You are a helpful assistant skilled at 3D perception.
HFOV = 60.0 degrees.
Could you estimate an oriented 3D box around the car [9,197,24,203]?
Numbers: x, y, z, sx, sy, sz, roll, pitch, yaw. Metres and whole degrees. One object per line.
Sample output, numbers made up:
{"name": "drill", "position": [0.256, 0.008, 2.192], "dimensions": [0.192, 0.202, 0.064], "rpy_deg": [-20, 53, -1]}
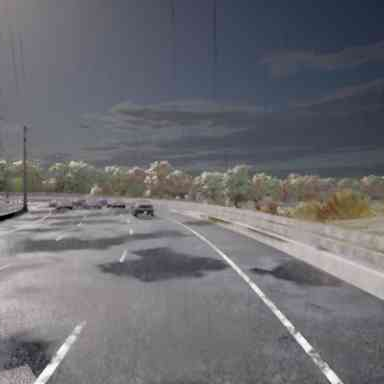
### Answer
{"name": "car", "position": [-41.184, 1.910, 77.748], "dimensions": [5.357, 1.411, 2.033], "rpy_deg": [0, 0, 41]}

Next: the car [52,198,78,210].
{"name": "car", "position": [-17.348, 1.714, 45.219], "dimensions": [2.033, 1.411, 5.357], "rpy_deg": [0, 0, -27]}

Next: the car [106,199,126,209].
{"name": "car", "position": [-11.055, 1.686, 48.292], "dimensions": [1.994, 1.385, 4.181], "rpy_deg": [0, 0, -27]}

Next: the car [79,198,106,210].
{"name": "car", "position": [-13.902, 1.689, 46.150], "dimensions": [2.033, 1.411, 5.357], "rpy_deg": [0, 0, -27]}

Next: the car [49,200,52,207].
{"name": "car", "position": [-21.522, 1.768, 53.196], "dimensions": [1.994, 1.385, 4.181], "rpy_deg": [0, 0, -33]}

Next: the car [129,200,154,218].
{"name": "car", "position": [-4.771, 1.568, 31.635], "dimensions": [1.837, 1.490, 4.892], "rpy_deg": [0, 0, -16]}

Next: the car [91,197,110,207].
{"name": "car", "position": [-15.677, 1.689, 57.051], "dimensions": [1.812, 1.442, 4.674], "rpy_deg": [0, 0, -33]}
